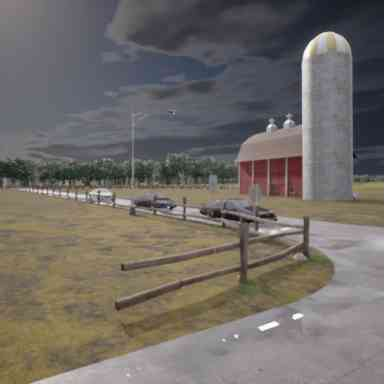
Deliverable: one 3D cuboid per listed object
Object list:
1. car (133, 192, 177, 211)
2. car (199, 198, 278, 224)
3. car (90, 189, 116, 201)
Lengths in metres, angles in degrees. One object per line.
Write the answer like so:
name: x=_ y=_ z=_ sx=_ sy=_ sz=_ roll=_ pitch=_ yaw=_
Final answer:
car: x=-3.395 y=0.753 z=28.646 sx=2.033 sy=1.411 sz=5.357 roll=-1 pitch=2 yaw=-36
car: x=2.624 y=1.104 z=20.218 sx=2.033 sy=1.411 sz=5.357 roll=-1 pitch=2 yaw=-36
car: x=-10.402 y=0.341 z=38.471 sx=1.812 sy=1.442 sz=4.674 roll=-1 pitch=2 yaw=-35
